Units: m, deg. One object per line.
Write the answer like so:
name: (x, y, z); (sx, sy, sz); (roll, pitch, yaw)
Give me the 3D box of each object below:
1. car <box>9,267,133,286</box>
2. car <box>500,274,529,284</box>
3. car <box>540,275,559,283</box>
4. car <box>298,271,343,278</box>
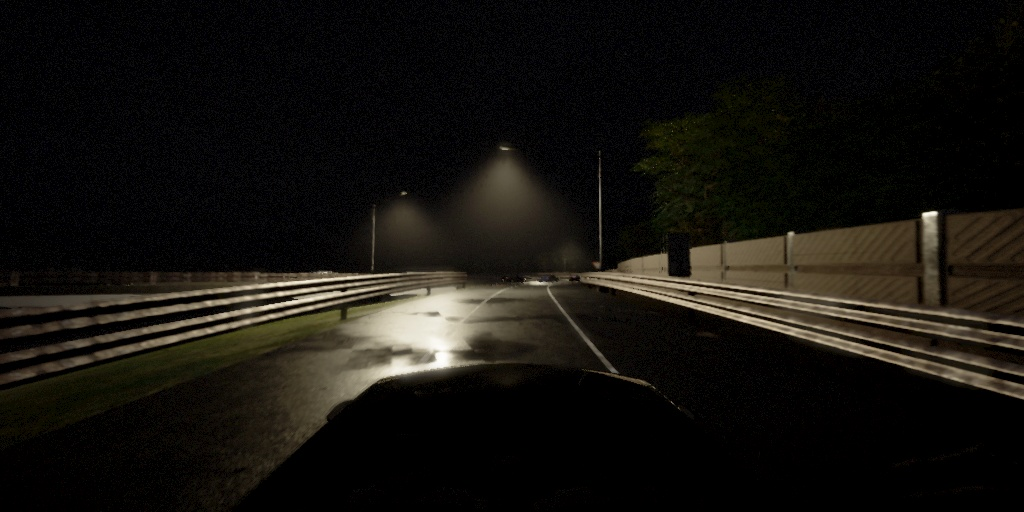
car: (-27.139, 1.469, 22.299); (4.902, 1.511, 2.128); (3, -4, -38)
car: (0.051, 3.232, 50.746); (1.812, 1.442, 4.674); (-2, -4, 34)
car: (6.442, 3.891, 61.529); (2.033, 1.411, 5.357); (-2, -4, 27)
car: (-16.163, 2.051, 31.576); (4.902, 1.511, 2.128); (3, -4, -43)
